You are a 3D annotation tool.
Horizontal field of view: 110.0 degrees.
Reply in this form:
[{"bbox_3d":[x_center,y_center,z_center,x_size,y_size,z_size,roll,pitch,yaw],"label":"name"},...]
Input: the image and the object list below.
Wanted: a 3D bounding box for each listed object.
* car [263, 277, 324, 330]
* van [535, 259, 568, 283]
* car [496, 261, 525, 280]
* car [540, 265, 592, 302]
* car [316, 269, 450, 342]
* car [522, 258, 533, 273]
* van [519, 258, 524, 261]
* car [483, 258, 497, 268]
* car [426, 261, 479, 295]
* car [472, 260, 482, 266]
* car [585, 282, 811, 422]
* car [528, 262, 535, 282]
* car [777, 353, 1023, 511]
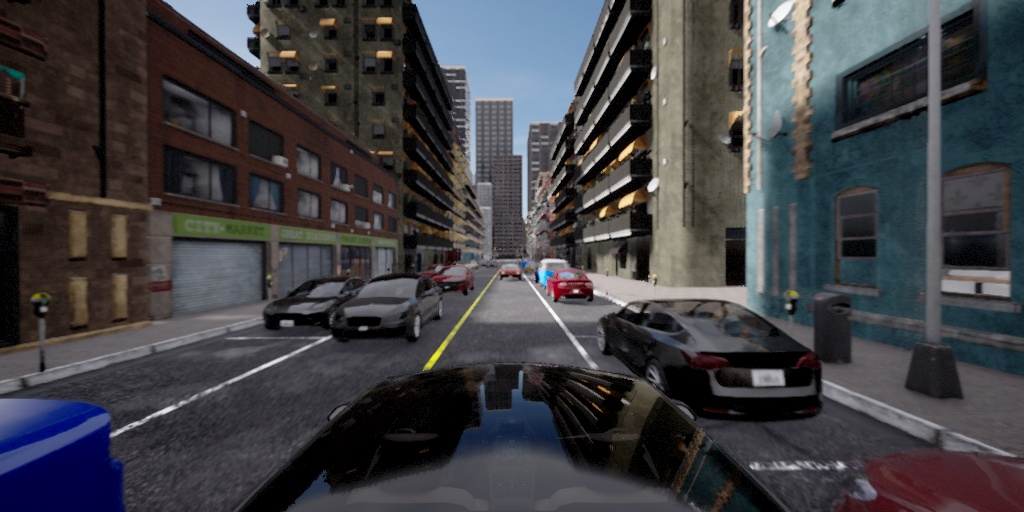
[{"bbox_3d":[-5.739,1.346,11.314,1.948,1.339,4.313,0,0,0],"label":"car"},{"bbox_3d":[2.571,1.113,22.402,1.690,1.789,3.998,0,0,0],"label":"van"},{"bbox_3d":[-0.116,1.395,31.227,1.895,1.301,4.718,0,0,0],"label":"car"},{"bbox_3d":[2.606,1.309,16.878,1.888,1.381,4.507,0,0,0],"label":"car"},{"bbox_3d":[-3.139,1.275,9.963,1.837,1.490,4.892,0,0,0],"label":"car"},{"bbox_3d":[2.428,1.334,44.664,1.751,1.417,4.829,0,0,0],"label":"car"},{"bbox_3d":[2.358,1.170,55.542,1.690,1.789,3.998,0,0,0],"label":"van"},{"bbox_3d":[-3.406,1.426,62.743,1.994,1.385,4.181,0,0,0],"label":"car"},{"bbox_3d":[-3.191,1.263,20.115,1.882,1.535,5.008,0,0,0],"label":"car"},{"bbox_3d":[-6.022,1.379,55.330,1.751,1.417,4.829,0,0,0],"label":"car"},{"bbox_3d":[2.677,1.314,5.832,1.948,1.339,4.313,0,0,0],"label":"car"},{"bbox_3d":[2.535,1.347,27.925,1.948,1.339,4.313,0,0,0],"label":"car"},{"bbox_3d":[2.713,1.322,0.309,1.802,1.307,4.207,0,0,0],"label":"car"}]
